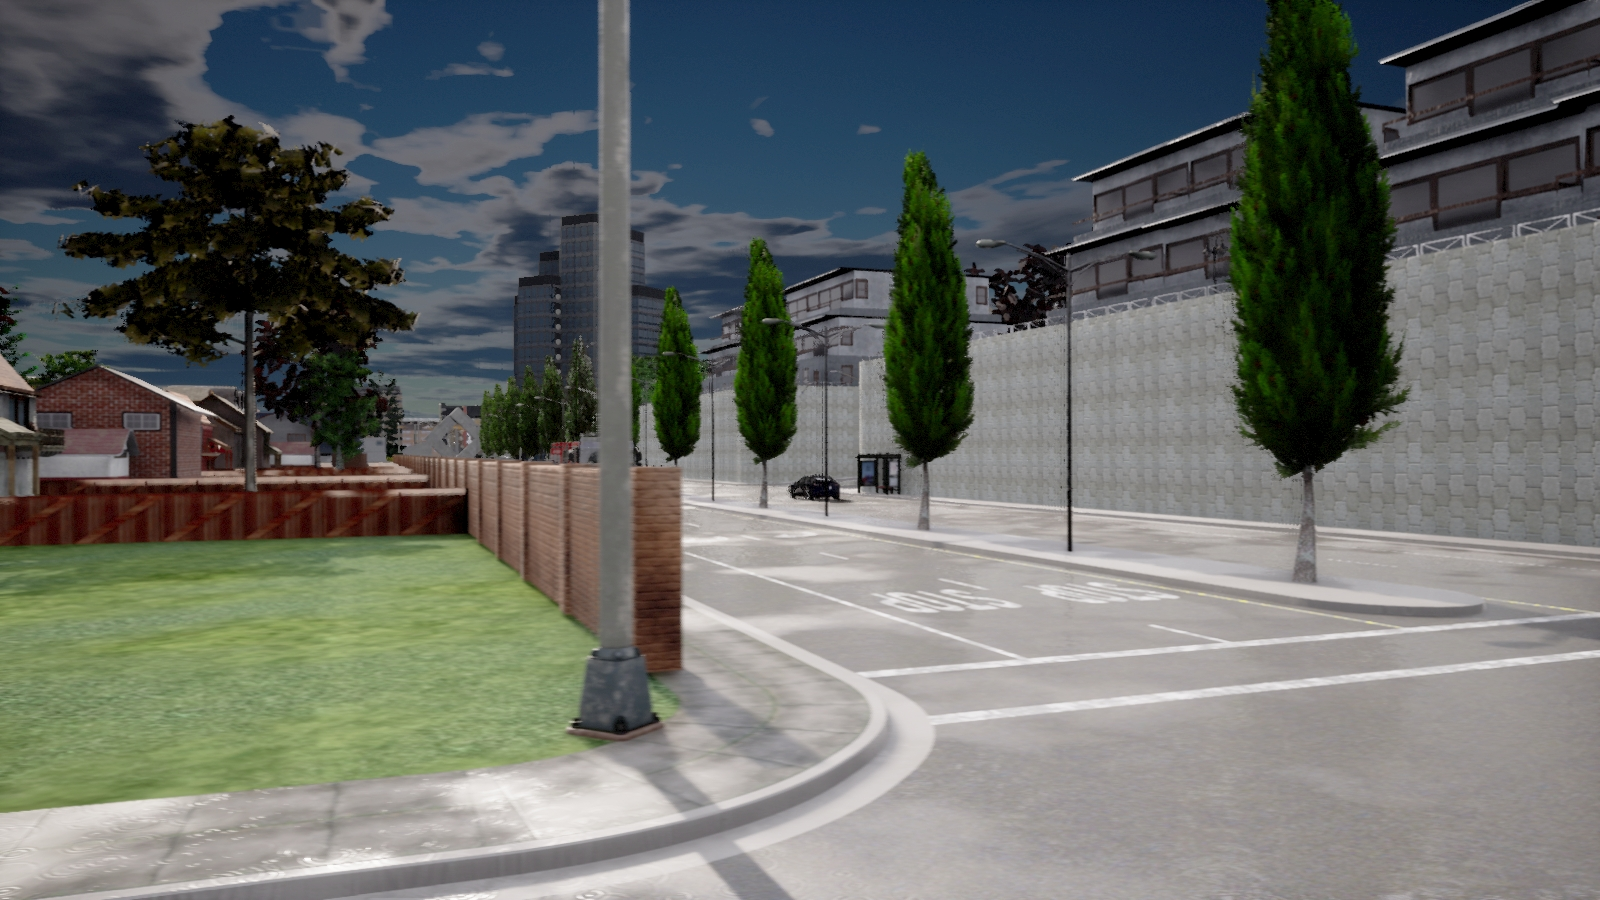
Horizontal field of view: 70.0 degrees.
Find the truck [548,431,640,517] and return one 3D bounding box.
[{"bbox_3d":[-10.176,1.078,55.654,2.891,3.827,8.468,0,0,-21],"label":"truck"}]

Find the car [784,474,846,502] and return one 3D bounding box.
[{"bbox_3d":[0.870,2.256,68.957,2.163,1.488,4.792,0,0,-21],"label":"car"}]
